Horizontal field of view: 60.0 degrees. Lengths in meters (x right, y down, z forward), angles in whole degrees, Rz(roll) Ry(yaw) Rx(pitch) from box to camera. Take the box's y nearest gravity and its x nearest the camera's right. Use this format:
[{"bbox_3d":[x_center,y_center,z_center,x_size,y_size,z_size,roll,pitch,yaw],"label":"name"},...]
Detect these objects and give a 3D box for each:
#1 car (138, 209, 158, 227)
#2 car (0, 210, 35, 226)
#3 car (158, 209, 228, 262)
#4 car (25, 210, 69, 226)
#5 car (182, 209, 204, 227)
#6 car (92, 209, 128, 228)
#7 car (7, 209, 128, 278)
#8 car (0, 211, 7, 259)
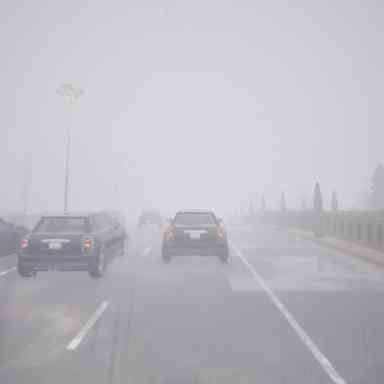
[{"bbox_3d":[-3.400,2.244,28.531,1.837,1.490,4.892,0,-4,0],"label":"car"},{"bbox_3d":[-17.591,2.551,32.433,2.128,1.511,4.902,0,-5,0],"label":"car"},{"bbox_3d":[0.100,1.390,12.305,2.097,1.767,4.553,0,-1,0],"label":"car"},{"bbox_3d":[-14.094,2.568,32.621,2.128,1.511,4.902,0,-5,0],"label":"car"},{"bbox_3d":[0.100,2.359,30.332,1.882,1.535,5.008,0,-5,0],"label":"car"},{"bbox_3d":[-6.900,2.244,28.525,1.837,1.490,4.892,0,-4,0],"label":"car"},{"bbox_3d":[-3.400,1.372,10.379,2.097,1.767,4.553,0,0,0],"label":"car"},{"bbox_3d":[-6.900,1.372,10.441,2.097,1.767,4.553,0,0,0],"label":"car"}]
